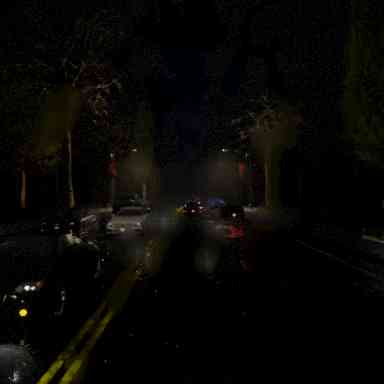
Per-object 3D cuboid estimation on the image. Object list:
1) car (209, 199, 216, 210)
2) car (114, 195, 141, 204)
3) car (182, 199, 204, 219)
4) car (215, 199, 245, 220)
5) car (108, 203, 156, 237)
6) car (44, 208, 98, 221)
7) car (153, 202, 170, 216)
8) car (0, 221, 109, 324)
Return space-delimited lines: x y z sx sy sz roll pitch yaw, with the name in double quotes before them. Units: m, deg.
"car" 3.339 1.646 44.954 1.812 1.442 4.674 0 0 0
"car" -6.552 1.288 34.048 2.150 2.045 5.566 0 -1 0
"car" 0.094 1.592 29.247 2.033 1.411 5.357 0 0 0
"car" 3.339 1.550 28.665 1.837 1.490 4.892 0 0 0
"car" -3.320 1.539 18.253 1.812 1.442 4.674 0 0 0
"car" -6.569 1.577 18.184 1.994 1.385 4.181 0 0 1
"car" -3.307 1.663 33.583 1.895 1.301 4.718 0 0 0
"car" -3.356 1.565 7.141 1.994 1.385 4.181 0 0 -1
